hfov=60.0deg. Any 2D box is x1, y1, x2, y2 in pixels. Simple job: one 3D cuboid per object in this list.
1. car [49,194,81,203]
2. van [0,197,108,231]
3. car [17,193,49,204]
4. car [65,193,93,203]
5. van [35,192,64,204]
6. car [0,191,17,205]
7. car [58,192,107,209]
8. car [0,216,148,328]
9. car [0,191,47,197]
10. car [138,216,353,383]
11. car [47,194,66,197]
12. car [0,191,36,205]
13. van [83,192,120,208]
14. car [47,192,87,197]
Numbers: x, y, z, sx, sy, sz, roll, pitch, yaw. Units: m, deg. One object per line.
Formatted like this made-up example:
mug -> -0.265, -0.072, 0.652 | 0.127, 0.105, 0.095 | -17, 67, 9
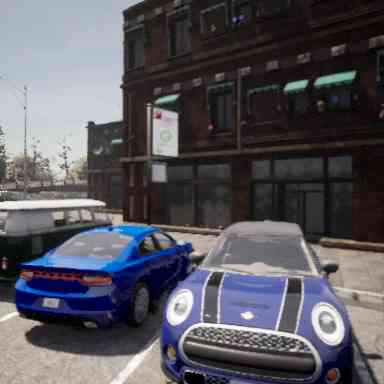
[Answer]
car -> -22.973, 1.202, 60.267 | 4.892, 1.521, 2.231 | 0, -1, 14
van -> -3.755, 1.214, 8.988 | 1.878, 1.987, 4.442 | 0, -1, 15
car -> -26.381, 1.073, 55.268 | 4.553, 1.767, 2.185 | 0, -1, 14
car -> -21.245, 1.075, 62.746 | 4.553, 1.767, 2.185 | 0, 0, 14
van -> -24.774, 0.975, 57.782 | 4.442, 1.987, 1.878 | 0, 0, 14
car -> -29.762, 0.945, 50.241 | 5.566, 2.045, 2.435 | 0, 0, 14
car -> -14.156, 1.039, 43.064 | 5.566, 2.045, 2.435 | 1, 1, 14
car -> -1.346, 1.456, 7.123 | 2.097, 1.535, 5.008 | 0, -1, 16
car -> -19.069, 1.036, 35.711 | 5.566, 2.045, 2.435 | 1, 0, 14
car -> 1.121, 1.348, 5.410 | 2.185, 1.767, 4.553 | 1, 0, 15
car -> -17.471, 1.317, 38.153 | 4.792, 1.488, 2.163 | 1, 1, 14
car -> -28.016, 0.946, 52.754 | 5.566, 2.045, 2.435 | 0, -1, 14
van -> -12.358, 1.068, 45.492 | 4.442, 1.987, 1.878 | 1, 0, 14
car -> -15.813, 1.037, 40.613 | 5.566, 2.045, 2.435 | 1, 1, 14
